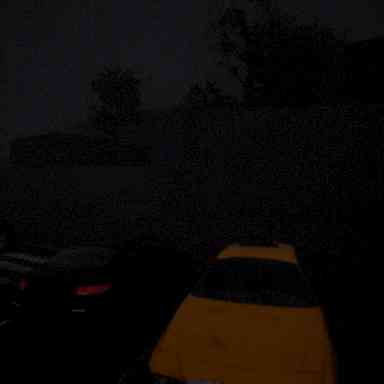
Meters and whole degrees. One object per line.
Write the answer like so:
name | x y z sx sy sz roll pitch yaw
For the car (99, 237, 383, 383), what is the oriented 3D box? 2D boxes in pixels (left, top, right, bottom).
car | 0.952 1.487 4.906 1.946 1.575 5.366 0 -1 15

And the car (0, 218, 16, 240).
car | -8.703 1.520 12.015 2.231 1.521 4.892 0 -1 15

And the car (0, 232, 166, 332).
car | -1.432 1.536 6.813 2.002 1.452 4.674 0 -1 15
